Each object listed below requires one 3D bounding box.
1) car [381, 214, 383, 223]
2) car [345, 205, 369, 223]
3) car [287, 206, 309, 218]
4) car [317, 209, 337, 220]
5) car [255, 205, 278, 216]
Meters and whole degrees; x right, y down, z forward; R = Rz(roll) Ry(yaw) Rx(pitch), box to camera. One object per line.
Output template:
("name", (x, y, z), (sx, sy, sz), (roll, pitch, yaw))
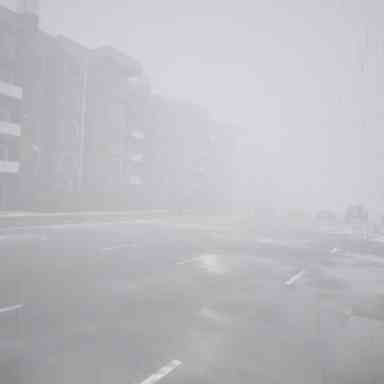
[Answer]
("car", (24.481, 3.225, 41.055), (1.994, 1.385, 4.181), (3, -1, 32))
("car", (20.222, 2.654, 40.746), (2.150, 2.045, 5.566), (3, 0, 32))
("car", (14.246, 2.620, 44.454), (1.882, 1.535, 5.008), (3, 0, 32))
("car", (17.522, 2.871, 43.106), (1.994, 1.385, 4.181), (3, 0, 32))
("car", (9.846, 2.468, 44.002), (1.994, 1.385, 4.181), (3, 0, 32))
